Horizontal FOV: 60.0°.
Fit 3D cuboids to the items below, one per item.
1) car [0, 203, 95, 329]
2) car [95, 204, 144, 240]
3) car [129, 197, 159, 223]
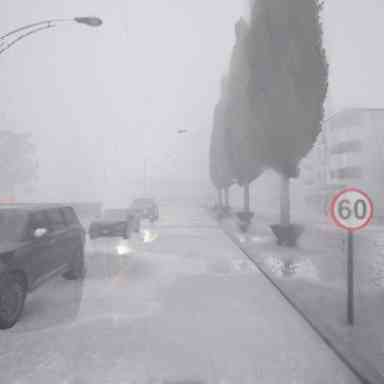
[{"bbox_3d":[-4.125,1.297,7.436,2.150,2.045,5.566,0,-1,0],"label":"car"},{"bbox_3d":[-4.111,1.653,18.360,1.882,1.535,5.008,0,-1,0],"label":"car"},{"bbox_3d":[-4.144,1.496,28.929,2.150,2.045,5.566,0,-1,0],"label":"car"}]
